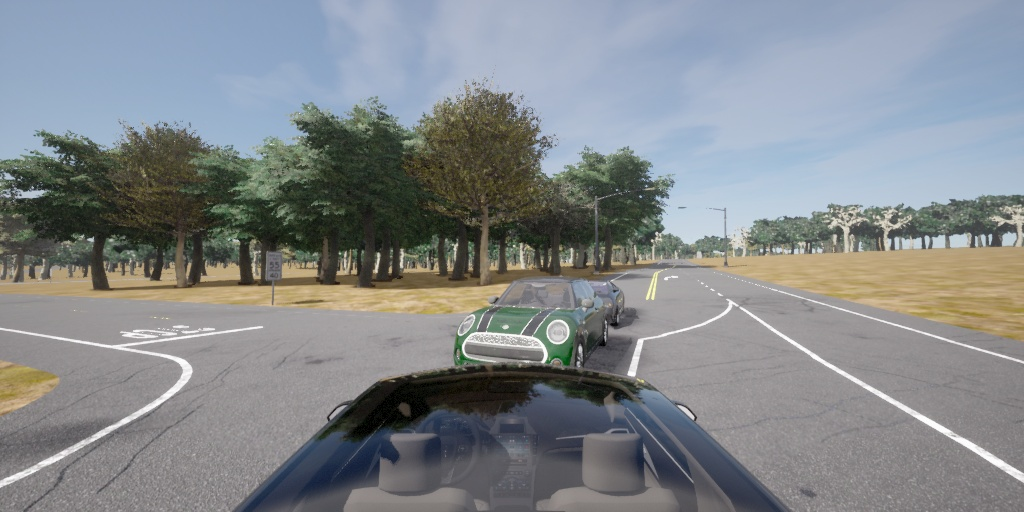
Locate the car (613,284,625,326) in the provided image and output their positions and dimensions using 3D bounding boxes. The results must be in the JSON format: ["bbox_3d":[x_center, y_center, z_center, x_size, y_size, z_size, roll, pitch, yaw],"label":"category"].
[{"bbox_3d":[2.901,1.554,12.901,1.994,1.385,4.181,-2,0,22],"label":"car"}]

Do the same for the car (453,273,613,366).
[{"bbox_3d":[0.678,1.222,7.468,2.097,1.767,4.553,-1,-2,22],"label":"car"}]
